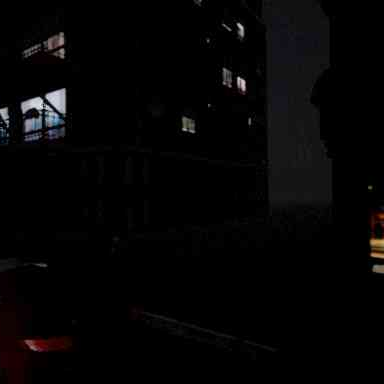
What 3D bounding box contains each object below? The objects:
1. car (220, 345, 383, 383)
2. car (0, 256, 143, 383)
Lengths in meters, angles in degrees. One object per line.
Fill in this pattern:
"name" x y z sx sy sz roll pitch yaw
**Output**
"car" 2.114 1.544 1.471 4.507 1.381 1.887 0 -1 36
"car" -2.535 1.587 4.703 4.206 1.307 1.802 0 -1 36
